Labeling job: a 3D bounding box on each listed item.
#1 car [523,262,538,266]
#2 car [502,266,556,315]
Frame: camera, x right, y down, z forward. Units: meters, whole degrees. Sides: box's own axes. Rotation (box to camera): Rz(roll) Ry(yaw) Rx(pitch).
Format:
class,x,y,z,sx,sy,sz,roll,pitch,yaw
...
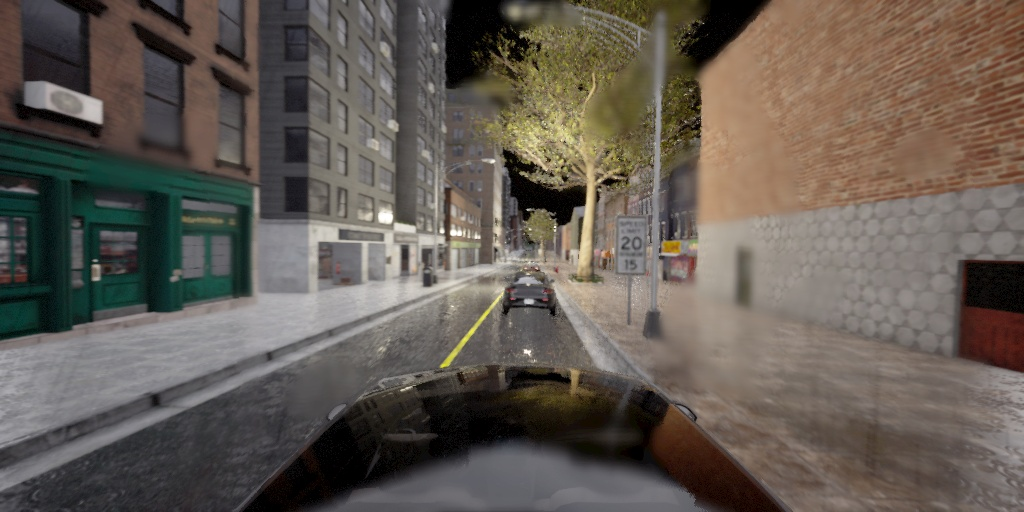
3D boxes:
class,x,y,z,sx,sy,sz,roll,pitch,yaw
car,2.198,1.401,41.374,1.895,1.301,4.718,1,0,3
car,0.674,1.292,13.731,1.812,1.442,4.674,1,0,3
